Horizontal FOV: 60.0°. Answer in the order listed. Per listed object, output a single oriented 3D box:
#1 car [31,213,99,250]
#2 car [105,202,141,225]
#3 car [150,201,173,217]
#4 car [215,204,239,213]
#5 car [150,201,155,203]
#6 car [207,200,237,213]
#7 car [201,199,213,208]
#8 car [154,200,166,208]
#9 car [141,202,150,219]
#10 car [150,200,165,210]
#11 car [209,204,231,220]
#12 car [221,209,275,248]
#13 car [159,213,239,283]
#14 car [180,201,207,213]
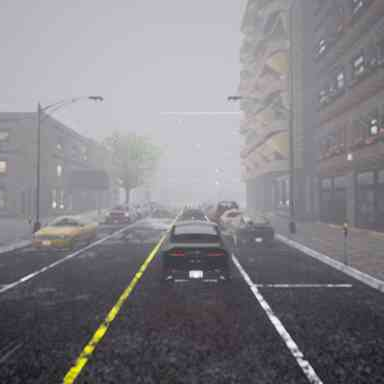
[{"bbox_3d":[-5.657,1.688,15.347,1.752,1.417,4.829,1,-1,0],"label":"car"},{"bbox_3d":[-5.666,1.725,26.890,1.967,1.590,4.097,1,-1,0],"label":"car"},{"bbox_3d":[-3.116,1.980,35.688,1.895,1.301,4.718,0,-1,0],"label":"car"},{"bbox_3d":[2.684,1.752,21.439,1.752,1.417,4.829,1,-1,0],"label":"car"},{"bbox_3d":[-5.679,1.989,38.262,1.802,1.307,4.206,1,-1,0],"label":"car"},{"bbox_3d":[2.683,1.600,26.959,2.192,1.841,5.009,1,-1,0],"label":"car"},{"bbox_3d":[2.696,2.096,61.072,1.967,1.590,4.097,1,-1,0],"label":"car"},{"bbox_3d":[-5.869,2.179,60.839,1.752,1.417,4.829,1,-1,0],"label":"car"},{"bbox_3d":[-5.672,1.786,32.578,1.967,1.590,4.097,1,-1,0],"label":"car"},{"bbox_3d":[-5.694,2.144,55.322,2.008,1.369,4.403,1,-1,0],"label":"car"},{"bbox_3d":[2.673,1.928,32.642,1.802,1.307,4.206,1,-1,0],"label":"car"},{"bbox_3d":[2.689,1.715,15.583,2.008,1.369,4.403,1,-1,0],"label":"car"},{"bbox_3d":[0.091,1.613,9.942,1.837,1.490,4.892,0,0,0],"label":"car"},{"bbox_3d":[0.074,1.788,27.900,2.128,1.511,4.902,0,0,0],"label":"car"}]
